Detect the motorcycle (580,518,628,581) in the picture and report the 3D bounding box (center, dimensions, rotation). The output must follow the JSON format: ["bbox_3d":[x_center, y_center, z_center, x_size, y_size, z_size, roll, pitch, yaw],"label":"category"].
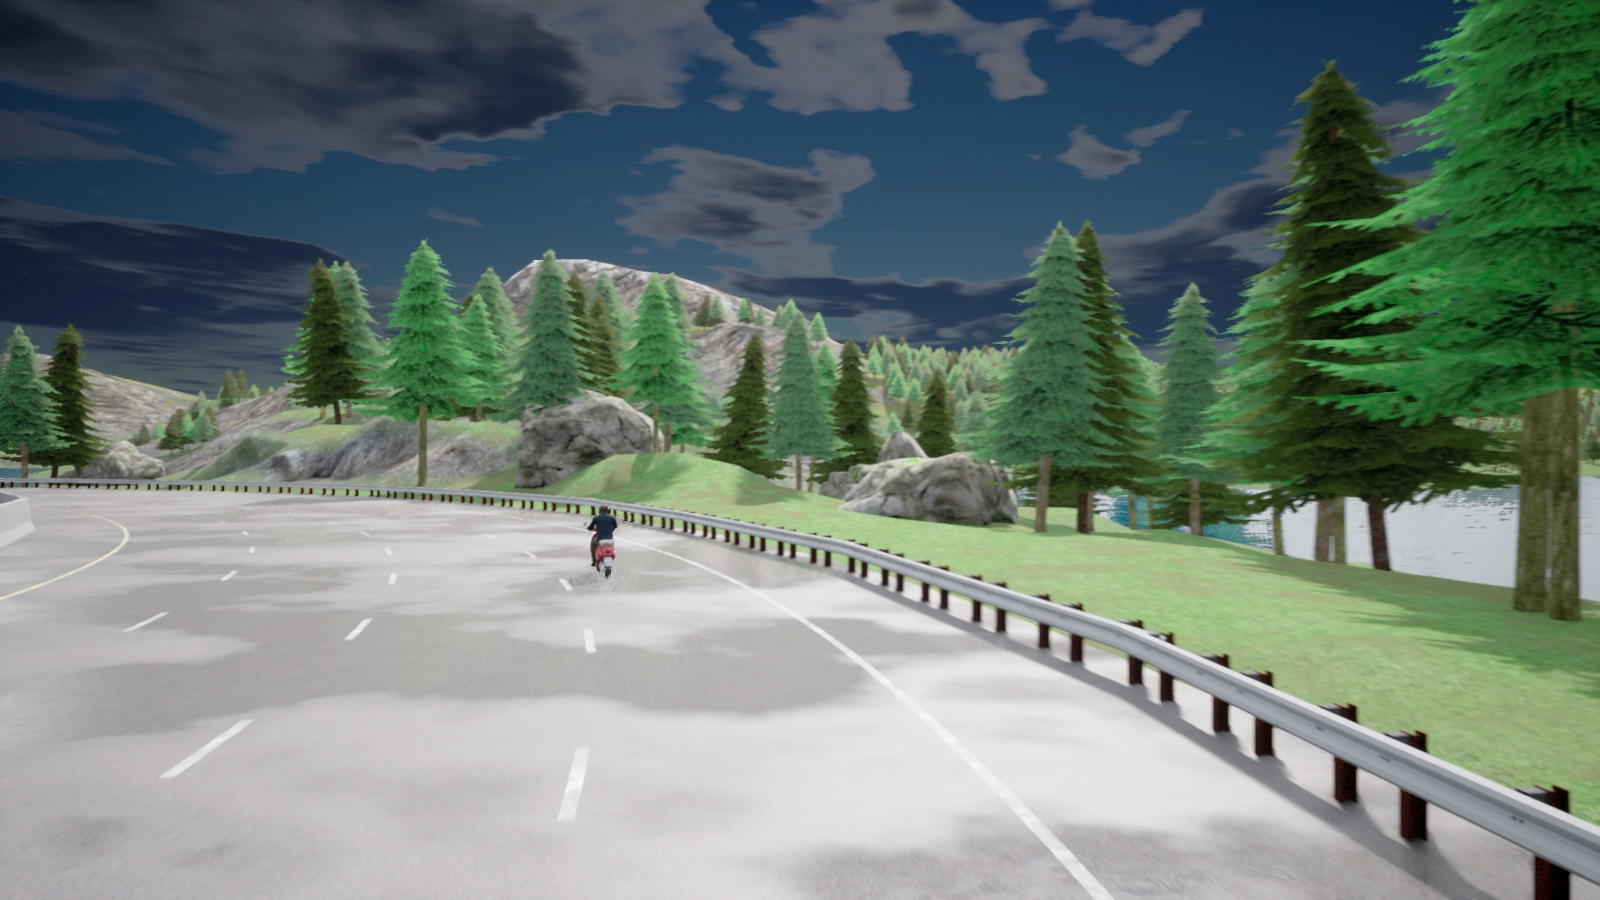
[{"bbox_3d":[-4.390,2.190,25.516,0.856,1.236,1.805,0,0,-17],"label":"motorcycle"}]
